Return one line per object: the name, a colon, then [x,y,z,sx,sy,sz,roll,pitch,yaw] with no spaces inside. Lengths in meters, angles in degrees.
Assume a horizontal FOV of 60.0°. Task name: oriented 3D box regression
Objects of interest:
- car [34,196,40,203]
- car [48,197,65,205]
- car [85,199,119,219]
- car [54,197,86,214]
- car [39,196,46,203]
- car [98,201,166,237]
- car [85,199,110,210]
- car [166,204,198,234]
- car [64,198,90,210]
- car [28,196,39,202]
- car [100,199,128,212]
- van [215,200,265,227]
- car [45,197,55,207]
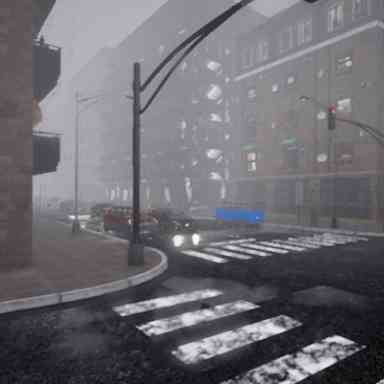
car: [-33.181,1.690,74.201,1.887,1.381,4.507,0,0,-36]
car: [-26.547,1.693,65.023,2.008,1.369,4.403,0,0,-36]
car: [-7.265,1.634,28.461,1.812,1.442,4.674,0,0,-36]
car: [-13.200,1.595,36.688,2.128,1.511,4.902,0,0,-36]
car: [-29.864,1.694,69.612,2.008,1.369,4.403,0,0,-36]
car: [-3.498,1.546,18.831,1.967,1.590,4.097,0,0,-36]
car: [-13.278,1.680,46.666,1.887,1.381,4.507,0,0,-36]
car: [-1.433,1.683,20.392,1.994,1.385,4.181,0,0,-36]
car: [-15.922,1.613,45.812,2.128,1.511,4.902,0,0,-35]
car: [-39.815,1.736,83.378,1.802,1.307,4.206,0,0,-36]
car: [-9.962,1.679,42.077,1.887,1.381,4.507,0,0,-36]
van: [3.306,1.491,23.725,1.690,1.788,3.998,0,0,-36]
car: [-22.042,1.650,54.197,1.812,1.442,4.674,0,0,-36]
